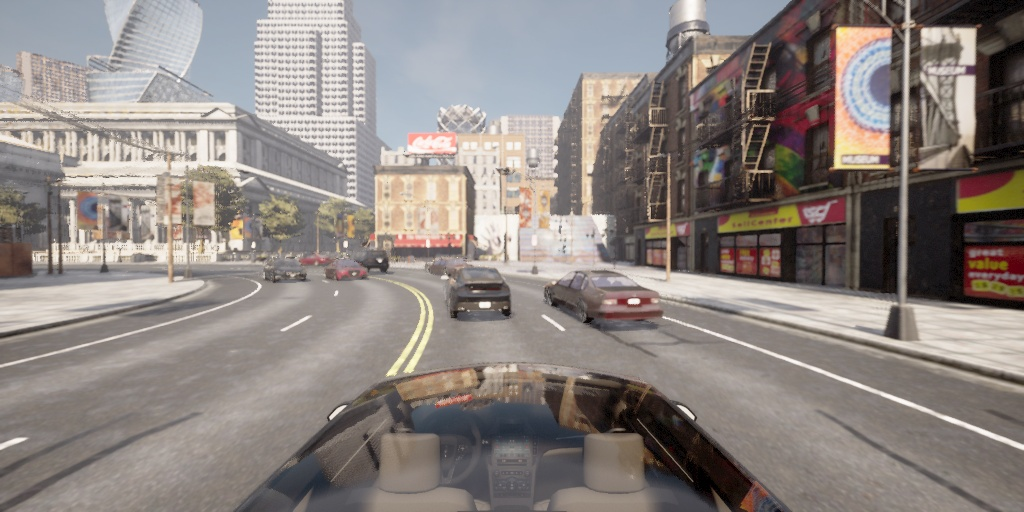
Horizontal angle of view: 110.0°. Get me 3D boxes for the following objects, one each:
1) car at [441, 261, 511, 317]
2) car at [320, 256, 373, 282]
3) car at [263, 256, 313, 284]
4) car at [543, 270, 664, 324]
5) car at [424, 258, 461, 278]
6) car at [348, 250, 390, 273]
[{"bbox_3d":[-1.318,1.079,12.383,1.837,1.490,4.892,0,1,-13],"label":"car"},{"bbox_3d":[-11.433,0.938,24.629,1.994,1.385,4.181,-1,1,-40],"label":"car"},{"bbox_3d":[-14.789,0.902,23.316,1.837,1.490,4.892,0,1,-42],"label":"car"},{"bbox_3d":[2.543,1.138,11.396,2.033,1.411,5.357,0,1,-11],"label":"car"},{"bbox_3d":[-5.034,0.861,28.252,2.033,1.411,5.357,-1,1,-38],"label":"car"},{"bbox_3d":[-12.965,0.480,31.663,5.566,2.045,2.150,1,1,42],"label":"car"}]
